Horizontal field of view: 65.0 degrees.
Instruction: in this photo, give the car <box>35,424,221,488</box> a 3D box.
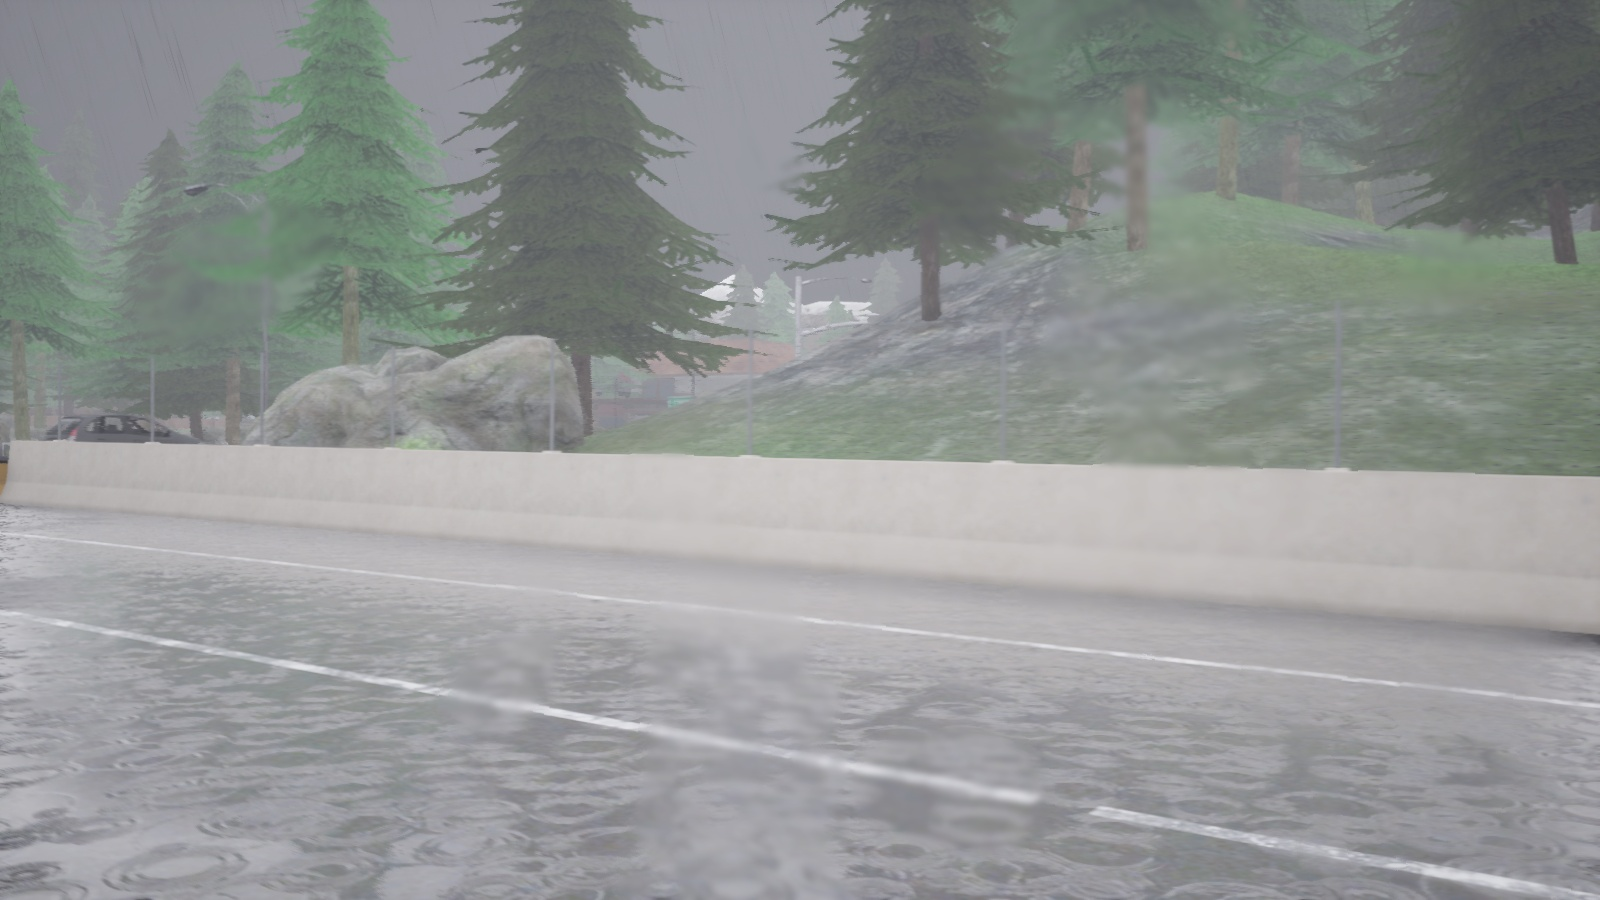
[{"bbox_3d":[-18.007,0.119,33.786,1.851,1.617,3.988,0,1,34],"label":"car"}]
